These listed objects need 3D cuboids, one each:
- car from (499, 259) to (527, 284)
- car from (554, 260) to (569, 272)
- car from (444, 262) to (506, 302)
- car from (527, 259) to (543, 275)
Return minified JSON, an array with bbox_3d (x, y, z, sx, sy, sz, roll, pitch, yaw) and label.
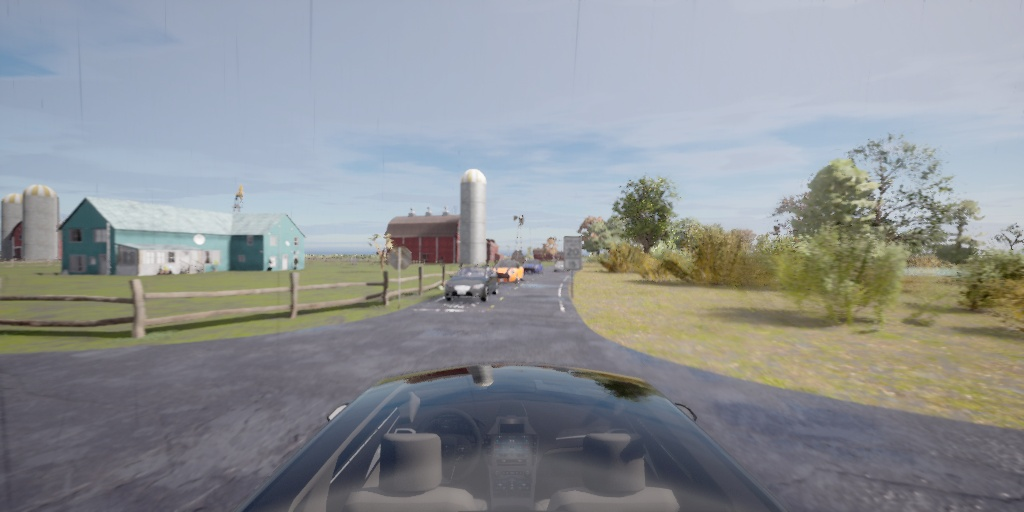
[{"bbox_3d":[-0.377,1.135,27.341,2.097,1.767,4.553,0,0,10],"label":"car"},{"bbox_3d":[6.783,1.394,48.700,1.812,1.442,4.674,0,0,12],"label":"car"},{"bbox_3d":[-1.808,1.252,17.260,2.128,1.511,4.902,0,0,6],"label":"car"},{"bbox_3d":[2.361,1.173,41.231,2.097,1.767,4.553,0,0,12],"label":"car"}]
